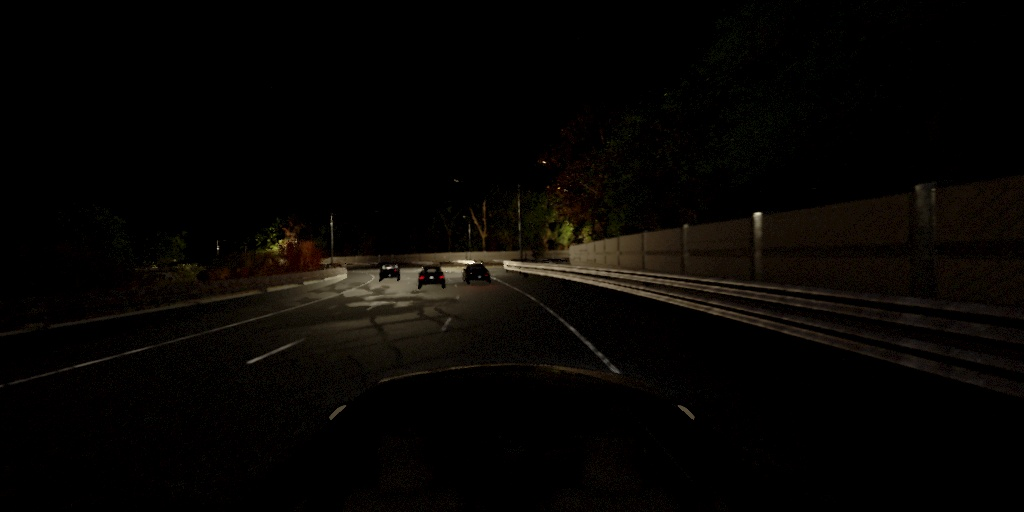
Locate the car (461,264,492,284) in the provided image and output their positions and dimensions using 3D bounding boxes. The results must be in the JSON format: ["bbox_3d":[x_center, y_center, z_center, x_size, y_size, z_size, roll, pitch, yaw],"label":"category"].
[{"bbox_3d":[-2.890,1.372,28.589,1.812,1.442,4.674,-1,0,-13],"label":"car"}]

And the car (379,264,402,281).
[{"bbox_3d":[-11.718,1.568,34.563,2.128,1.511,4.902,-1,0,-17],"label":"car"}]

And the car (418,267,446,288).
[{"bbox_3d":[-5.705,1.463,25.585,2.033,1.411,5.357,-1,0,-12],"label":"car"}]
